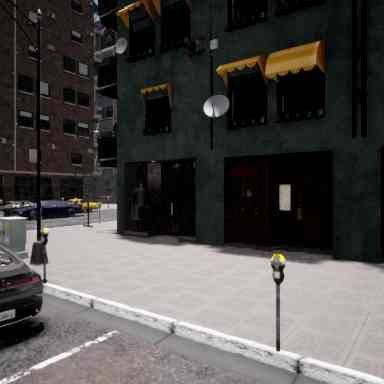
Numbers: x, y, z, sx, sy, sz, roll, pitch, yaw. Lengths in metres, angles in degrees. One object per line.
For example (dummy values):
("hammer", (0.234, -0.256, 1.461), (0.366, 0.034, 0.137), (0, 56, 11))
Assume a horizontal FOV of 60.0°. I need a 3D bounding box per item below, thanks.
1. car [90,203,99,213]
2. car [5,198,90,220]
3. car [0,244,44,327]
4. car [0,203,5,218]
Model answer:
("car", (-10.874, 1.250, 30.522), (1.752, 1.417, 4.829), (1, 1, 35))
("car", (-11.020, 1.327, 25.778), (2.033, 1.411, 5.357), (0, 1, 39))
("car", (-4.458, 1.551, 6.072), (4.403, 1.369, 2.008), (0, 0, 36))
("car", (-13.974, 1.350, 26.105), (2.008, 1.369, 4.403), (1, 1, 35))
